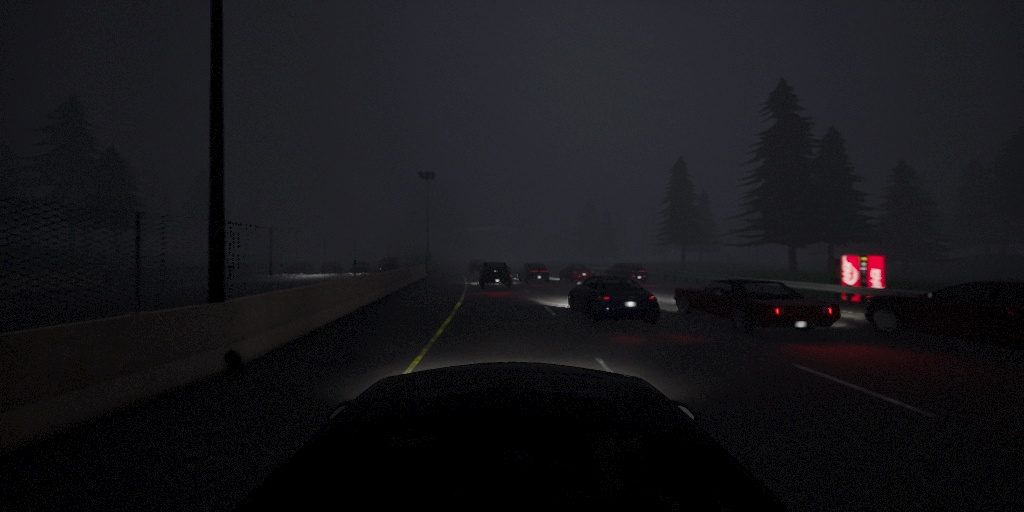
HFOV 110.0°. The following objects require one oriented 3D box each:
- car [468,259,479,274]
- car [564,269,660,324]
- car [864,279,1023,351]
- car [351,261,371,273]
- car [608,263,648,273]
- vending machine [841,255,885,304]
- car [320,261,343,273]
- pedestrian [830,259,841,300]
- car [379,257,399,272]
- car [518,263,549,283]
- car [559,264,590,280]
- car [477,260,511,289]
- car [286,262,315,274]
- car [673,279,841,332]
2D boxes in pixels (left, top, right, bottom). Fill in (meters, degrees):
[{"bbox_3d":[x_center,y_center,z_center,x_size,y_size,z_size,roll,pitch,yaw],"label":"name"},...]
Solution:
[{"bbox_3d":[-3.892,1.138,40.814,1.882,1.535,5.008,0,0,-11],"label":"car"},{"bbox_3d":[3.218,1.320,12.025,1.994,1.385,4.181,0,0,-3],"label":"car"},{"bbox_3d":[10.422,1.213,7.507,1.882,1.535,5.008,0,0,-2],"label":"car"},{"bbox_3d":[-19.582,1.401,46.644,1.837,1.490,4.892,0,0,-14],"label":"car"},{"bbox_3d":[8.802,1.268,27.973,1.837,1.490,4.892,0,0,-7],"label":"car"},{"bbox_3d":[15.036,0.930,15.383,1.100,2.100,0.880,0,0,-4],"label":"vending machine"},{"bbox_3d":[-22.979,1.381,45.801,2.128,1.511,4.902,0,0,-14],"label":"car"},{"bbox_3d":[14.662,1.030,16.101,0.375,1.860,0.375,0,0,-4],"label":"pedestrian"},{"bbox_3d":[-16.178,1.168,47.459,2.150,2.045,5.566,0,0,-14],"label":"car"},{"bbox_3d":[1.672,1.284,28.526,1.837,1.490,4.892,0,0,-8],"label":"car"},{"bbox_3d":[5.149,1.336,28.854,1.994,1.385,4.181,0,0,-8],"label":"car"},{"bbox_3d":[-1.136,1.133,22.883,1.837,1.490,4.892,0,0,-6],"label":"car"},{"bbox_3d":[-26.370,1.406,44.932,2.033,1.411,5.357,0,0,-14],"label":"car"},{"bbox_3d":[6.809,1.347,10.789,1.895,1.301,4.718,0,0,-3],"label":"car"}]
